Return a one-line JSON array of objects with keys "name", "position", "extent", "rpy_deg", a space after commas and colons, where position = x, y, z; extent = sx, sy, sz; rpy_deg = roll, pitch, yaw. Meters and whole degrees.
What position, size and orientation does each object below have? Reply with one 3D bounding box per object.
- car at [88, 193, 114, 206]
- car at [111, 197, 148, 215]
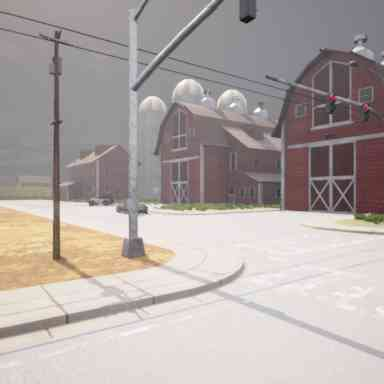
[{"name": "car", "position": [-13.758, 1.109, 50.620], "extent": [3.866, 1.878, 1.905], "rpy_deg": [-2, 5, 11]}, {"name": "car", "position": [-6.126, 1.530, 33.435], "extent": [1.994, 1.385, 4.181], "rpy_deg": [0, 0, -36]}]
